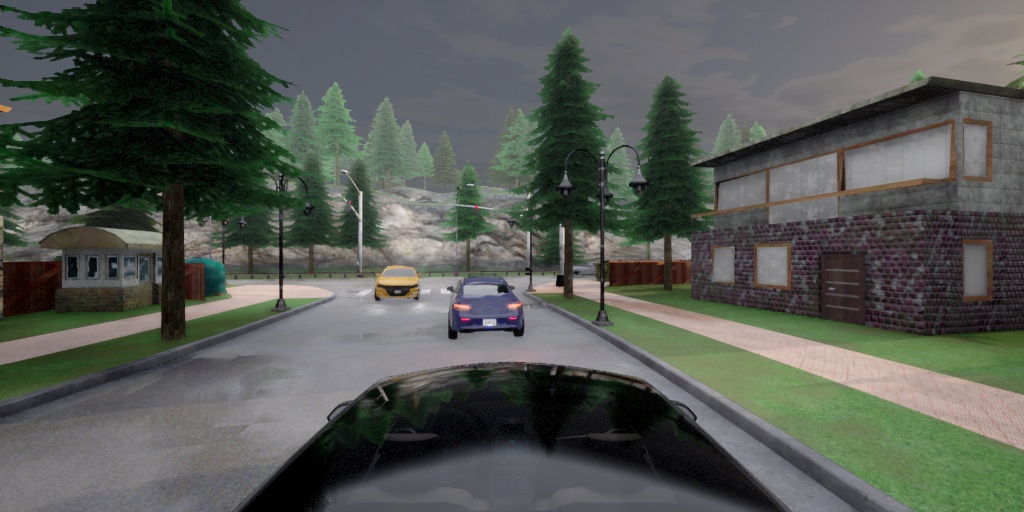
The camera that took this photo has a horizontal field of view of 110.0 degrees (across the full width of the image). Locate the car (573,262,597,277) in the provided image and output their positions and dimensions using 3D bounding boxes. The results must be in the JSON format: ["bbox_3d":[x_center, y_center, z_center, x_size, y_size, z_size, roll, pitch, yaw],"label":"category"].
[{"bbox_3d":[6.880,1.193,32.181,4.718,1.301,1.895,0,0,-12],"label":"car"}]

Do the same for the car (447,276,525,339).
[{"bbox_3d":[-0.832,1.276,10.050,1.812,1.442,4.674,0,0,-9],"label":"car"}]

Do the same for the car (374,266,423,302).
[{"bbox_3d":[-5.460,1.232,17.491,1.882,1.535,5.008,1,0,-16],"label":"car"}]
